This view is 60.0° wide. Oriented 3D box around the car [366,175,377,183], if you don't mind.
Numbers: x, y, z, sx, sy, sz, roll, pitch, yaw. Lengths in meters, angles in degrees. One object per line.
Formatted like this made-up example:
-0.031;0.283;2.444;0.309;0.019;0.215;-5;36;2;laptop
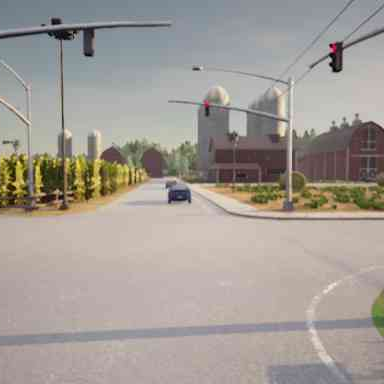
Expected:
42.392;-2.994;78.135;1.905;1.878;3.866;10;11;41;car

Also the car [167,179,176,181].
-3.325;-1.276;53.471;2.128;1.511;4.902;0;3;-5;car

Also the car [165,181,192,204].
-1.104;0.100;28.250;1.882;1.535;5.008;0;3;-4;car
